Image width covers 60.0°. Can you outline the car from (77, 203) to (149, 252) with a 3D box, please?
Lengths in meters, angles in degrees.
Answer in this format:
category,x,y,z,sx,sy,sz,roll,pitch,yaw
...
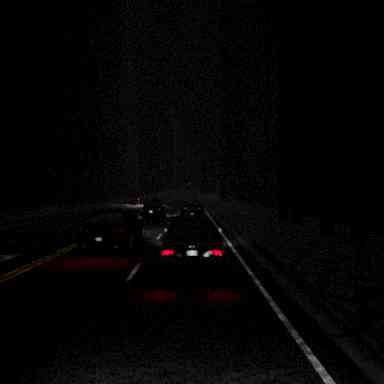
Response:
category,x,y,z,sx,sy,sz,roll,pitch,yaw
car,-3.204,1.463,13.951,1.882,1.535,5.008,0,0,0

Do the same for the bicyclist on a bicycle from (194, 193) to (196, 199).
category,x,y,z,sx,sy,sz,roll,pitch,yaw
bicyclist on a bicycle,0.830,1.101,92.989,0.659,1.776,1.843,0,1,0

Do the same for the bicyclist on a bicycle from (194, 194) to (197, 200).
category,x,y,z,sx,sy,sz,roll,pitch,yaw
bicyclist on a bicycle,0.835,1.233,83.995,0.582,1.620,1.656,0,0,0

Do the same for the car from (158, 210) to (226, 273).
category,x,y,z,sx,sy,sz,roll,pitch,yaw
car,0.021,1.537,10.625,2.033,1.411,5.357,0,0,1

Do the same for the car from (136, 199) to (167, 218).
category,x,y,z,sx,sy,sz,roll,pitch,yaw
car,-3.220,1.529,28.129,1.994,1.385,4.181,0,0,0

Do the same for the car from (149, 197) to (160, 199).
category,x,y,z,sx,sy,sz,roll,pitch,yaw
car,-6.589,1.482,57.929,1.895,1.301,4.718,0,0,1

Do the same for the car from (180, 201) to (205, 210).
category,x,y,z,sx,sy,sz,roll,pitch,yaw
car,0.028,1.457,27.756,2.128,1.511,4.902,0,0,0

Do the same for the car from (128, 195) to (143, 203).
category,x,y,z,sx,sy,sz,roll,pitch,yaw
car,-9.843,1.232,58.026,2.097,1.767,4.553,0,0,0
